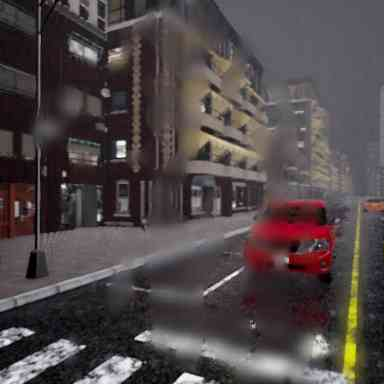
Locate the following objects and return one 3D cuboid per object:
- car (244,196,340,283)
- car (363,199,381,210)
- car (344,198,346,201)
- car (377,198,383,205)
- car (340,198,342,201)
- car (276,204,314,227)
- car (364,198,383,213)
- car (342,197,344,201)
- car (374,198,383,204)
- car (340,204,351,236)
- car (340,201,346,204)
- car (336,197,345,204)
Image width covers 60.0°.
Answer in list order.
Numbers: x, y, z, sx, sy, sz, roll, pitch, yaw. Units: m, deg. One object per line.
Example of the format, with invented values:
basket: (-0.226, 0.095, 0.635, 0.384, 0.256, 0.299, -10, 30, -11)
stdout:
car: (3.328, 1.282, 10.450, 2.150, 2.045, 5.566, 0, 0, 25)
car: (27.062, 1.873, 50.097, 2.033, 1.411, 5.357, 0, 0, 25)
car: (30.800, 2.008, 70.320, 2.008, 1.369, 4.403, 0, 0, 27)
car: (40.828, 2.064, 71.571, 1.802, 1.307, 4.206, 0, 0, 27)
car: (23.140, 1.666, 55.207, 2.192, 1.841, 5.009, 0, 0, 27)
car: (7.820, 1.699, 24.975, 2.008, 1.369, 4.403, 0, 0, 27)
car: (22.775, 1.620, 41.688, 2.097, 1.767, 4.553, 0, 0, 27)
car: (28.247, 1.987, 65.282, 1.947, 1.339, 4.313, 0, 0, 27)
car: (45.935, 2.123, 81.647, 1.947, 1.339, 4.313, 0, 0, 27)
car: (7.989, 1.666, 19.578, 2.033, 1.411, 5.357, 0, 0, 27)
car: (12.547, 1.740, 28.542, 1.994, 1.385, 4.181, 0, 0, 27)
car: (35.830, 2.055, 80.246, 1.752, 1.417, 4.829, 0, 0, 27)
